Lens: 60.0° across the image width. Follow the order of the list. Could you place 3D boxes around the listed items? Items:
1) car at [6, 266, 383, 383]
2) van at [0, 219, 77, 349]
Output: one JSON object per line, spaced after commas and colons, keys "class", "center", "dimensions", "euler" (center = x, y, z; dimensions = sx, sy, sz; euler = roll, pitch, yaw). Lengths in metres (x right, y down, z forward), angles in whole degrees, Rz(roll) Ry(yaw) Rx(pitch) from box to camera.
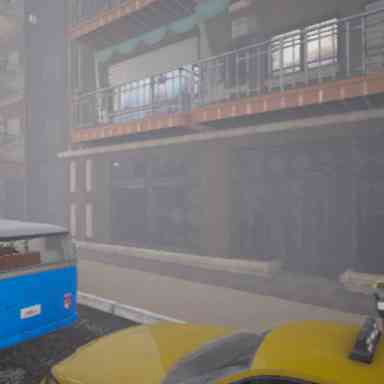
{"class": "car", "center": [0.866, 1.524, 2.232], "dimensions": [4.829, 1.417, 1.752], "euler": [0, -1, 36]}
{"class": "van", "center": [-3.609, 1.320, 5.429], "dimensions": [3.998, 1.788, 1.690], "euler": [0, -1, 36]}
